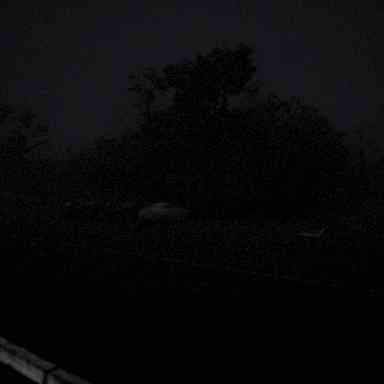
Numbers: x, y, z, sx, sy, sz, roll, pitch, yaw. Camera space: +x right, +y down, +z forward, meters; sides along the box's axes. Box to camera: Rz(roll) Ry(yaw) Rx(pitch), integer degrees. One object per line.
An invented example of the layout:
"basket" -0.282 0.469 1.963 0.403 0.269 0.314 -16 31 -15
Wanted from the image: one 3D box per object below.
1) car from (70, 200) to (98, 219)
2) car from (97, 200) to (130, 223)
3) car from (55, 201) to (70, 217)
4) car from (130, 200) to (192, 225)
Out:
"car" -7.104 1.421 27.609 2.231 1.521 4.892 0 0 36
"car" -4.434 1.425 25.716 2.097 1.535 5.008 0 0 36
"car" -9.768 1.454 29.516 2.002 1.452 4.674 0 0 36
"car" -1.877 1.471 23.879 2.002 1.452 4.674 0 0 36
